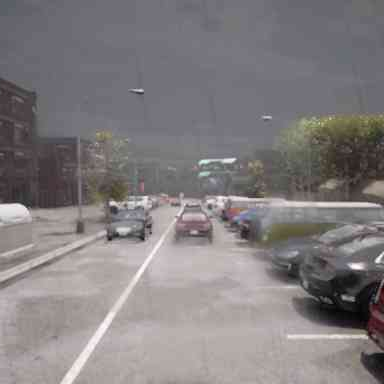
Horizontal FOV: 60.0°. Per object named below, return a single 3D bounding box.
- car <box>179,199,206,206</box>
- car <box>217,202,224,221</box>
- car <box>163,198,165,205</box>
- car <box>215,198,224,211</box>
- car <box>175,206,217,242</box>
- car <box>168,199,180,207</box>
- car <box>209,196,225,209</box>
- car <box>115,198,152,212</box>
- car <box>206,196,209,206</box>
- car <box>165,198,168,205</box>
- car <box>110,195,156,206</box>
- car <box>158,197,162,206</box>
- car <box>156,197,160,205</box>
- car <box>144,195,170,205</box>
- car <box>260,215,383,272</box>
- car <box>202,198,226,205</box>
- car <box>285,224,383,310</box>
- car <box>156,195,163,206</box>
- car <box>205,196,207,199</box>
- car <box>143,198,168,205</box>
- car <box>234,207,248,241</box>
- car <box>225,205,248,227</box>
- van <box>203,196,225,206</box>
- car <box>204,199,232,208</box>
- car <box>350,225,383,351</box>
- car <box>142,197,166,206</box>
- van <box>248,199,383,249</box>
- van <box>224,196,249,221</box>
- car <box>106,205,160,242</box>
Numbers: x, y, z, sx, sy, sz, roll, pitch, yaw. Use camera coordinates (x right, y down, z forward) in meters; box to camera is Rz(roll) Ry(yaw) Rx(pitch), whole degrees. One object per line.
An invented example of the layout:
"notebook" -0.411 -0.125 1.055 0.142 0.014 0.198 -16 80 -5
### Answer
"car" 0.088 1.784 34.819 2.128 1.511 4.902 0 0 0
"car" 4.670 1.729 26.088 4.792 1.488 2.163 0 0 0
"car" -7.706 1.972 58.603 4.892 1.521 2.231 0 0 0
"car" 4.609 1.597 28.881 4.553 1.767 2.185 0 0 0
"car" 0.093 1.671 17.278 1.812 1.442 4.674 0 -1 0
"car" -3.022 2.020 62.903 1.882 1.535 5.008 0 -1 0
"car" 4.667 1.495 31.677 5.566 2.045 2.435 0 0 0
"car" -7.664 1.723 43.914 4.553 1.767 2.185 0 0 0
"car" 4.666 1.739 45.767 4.553 1.767 2.185 0 0 0
"car" -7.517 2.018 64.606 5.366 1.575 1.946 0 0 0
"car" -7.722 1.573 41.102 5.566 2.045 2.435 0 0 0
"car" -7.727 1.953 52.852 4.792 1.488 2.163 0 0 0
"car" -7.694 1.938 49.913 4.674 1.452 2.002 0 0 0
"car" -7.677 1.768 73.321 5.566 2.045 2.435 0 0 0
"car" 4.653 1.560 9.326 4.892 1.521 2.231 0 0 0
"car" 4.619 2.042 70.796 4.892 1.521 2.231 0 1 0
"car" 4.642 1.537 6.531 4.892 1.521 2.231 0 0 0
"car" -7.730 1.822 55.792 4.553 1.767 2.185 0 0 0
"car" 4.604 1.659 51.230 5.566 2.045 2.435 0 0 0
"car" -7.710 2.042 70.378 5.008 1.535 2.097 0 0 0
"car" 4.640 1.607 15.037 5.008 1.535 2.097 0 0 0
"car" 4.641 1.693 20.499 4.674 1.452 2.002 0 0 0
"van" 4.510 1.818 67.989 4.442 1.987 1.878 0 0 0
"car" 4.623 1.982 59.734 4.892 1.521 2.231 0 0 0
"car" 4.617 1.387 3.741 4.553 1.767 2.185 0 0 0
"car" -7.673 1.916 67.548 4.553 1.767 2.185 0 0 0
"van" 4.530 1.357 12.121 4.442 1.987 1.878 0 0 0
"van" 4.759 1.450 23.295 4.442 1.987 1.878 0 0 0
"car" -3.105 1.638 17.424 2.128 1.511 4.902 0 0 0
